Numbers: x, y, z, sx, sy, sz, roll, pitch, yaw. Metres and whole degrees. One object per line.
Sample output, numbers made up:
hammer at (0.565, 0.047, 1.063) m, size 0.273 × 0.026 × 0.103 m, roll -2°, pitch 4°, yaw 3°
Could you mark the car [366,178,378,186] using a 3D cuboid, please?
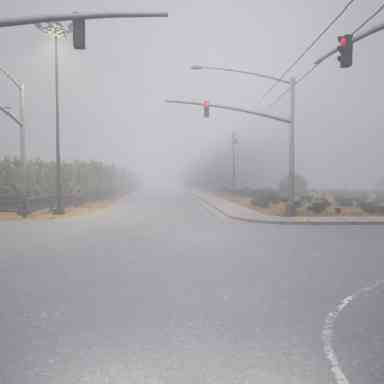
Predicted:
car at (42.120, -2.271, 77.572) m, size 1.905 × 1.878 × 3.866 m, roll 10°, pitch 10°, yaw 41°
